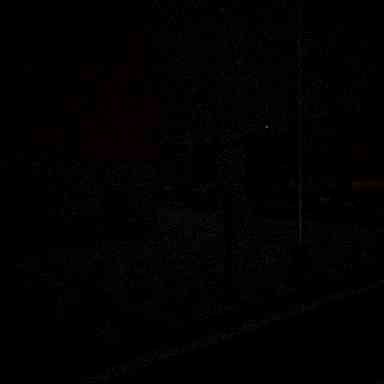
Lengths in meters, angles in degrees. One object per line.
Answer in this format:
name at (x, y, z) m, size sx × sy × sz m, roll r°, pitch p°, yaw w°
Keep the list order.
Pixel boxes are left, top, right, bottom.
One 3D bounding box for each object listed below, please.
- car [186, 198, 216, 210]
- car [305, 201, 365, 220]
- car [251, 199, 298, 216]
car at (1.035, 1.374, 39.754) m, size 1.947 × 1.339 × 4.313 m, roll 0°, pitch 0°, yaw -36°
car at (11.013, 1.384, 25.942) m, size 1.887 × 1.381 × 4.507 m, roll 0°, pitch 0°, yaw -36°
car at (7.588, 1.351, 30.684) m, size 1.752 × 1.417 × 4.829 m, roll 0°, pitch 0°, yaw -36°
